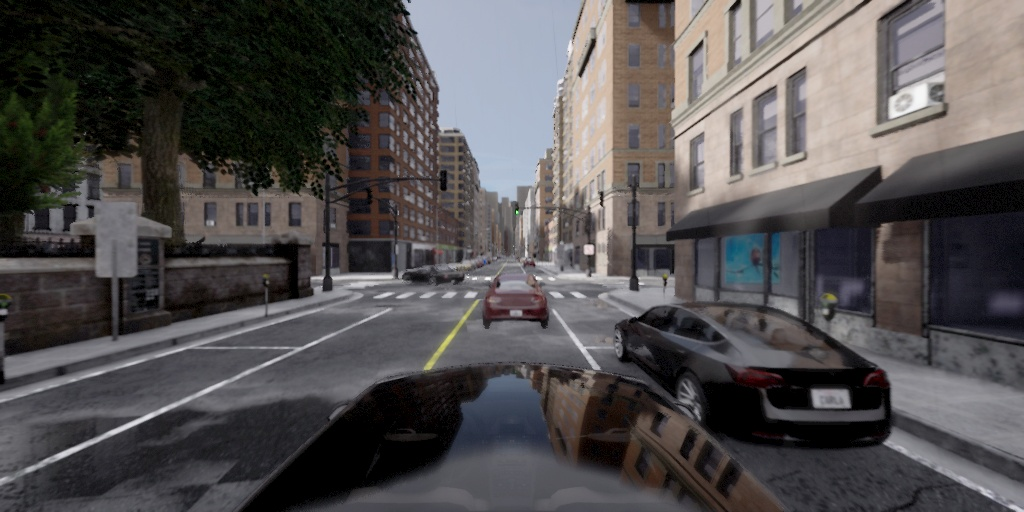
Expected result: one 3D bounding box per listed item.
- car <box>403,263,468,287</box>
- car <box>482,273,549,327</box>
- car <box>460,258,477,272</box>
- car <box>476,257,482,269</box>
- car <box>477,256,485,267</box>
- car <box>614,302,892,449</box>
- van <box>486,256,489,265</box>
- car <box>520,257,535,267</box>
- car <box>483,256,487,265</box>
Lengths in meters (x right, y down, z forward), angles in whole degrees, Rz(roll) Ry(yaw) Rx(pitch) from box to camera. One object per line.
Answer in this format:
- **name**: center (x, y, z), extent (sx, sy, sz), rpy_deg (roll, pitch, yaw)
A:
- **car**: center (-5.350, 1.283, 23.975), extent (4.718, 1.301, 1.895), rpy_deg (0, 0, 42)
- **car**: center (0.101, 1.250, 11.241), extent (1.812, 1.442, 4.674), rpy_deg (0, 0, 0)
- **car**: center (-5.662, 1.156, 43.109), extent (1.751, 1.417, 4.829), rpy_deg (0, 0, 0)
- **car**: center (-5.661, 1.167, 48.729), extent (2.007, 1.370, 4.403), rpy_deg (0, 0, 0)
- **car**: center (-5.660, 1.149, 54.181), extent (1.888, 1.381, 4.507), rpy_deg (0, 0, 0)
- **car**: center (2.858, 1.306, 5.290), extent (1.948, 1.339, 4.313), rpy_deg (0, 0, 0)
- **van**: center (-5.659, 0.921, 65.082), extent (1.690, 1.789, 3.998), rpy_deg (0, 0, 0)
- **car**: center (2.865, 1.031, 59.666), extent (1.967, 1.591, 4.097), rpy_deg (0, 0, 0)
- **car**: center (-5.659, 1.137, 59.631), extent (1.888, 1.381, 4.507), rpy_deg (0, 0, 0)
